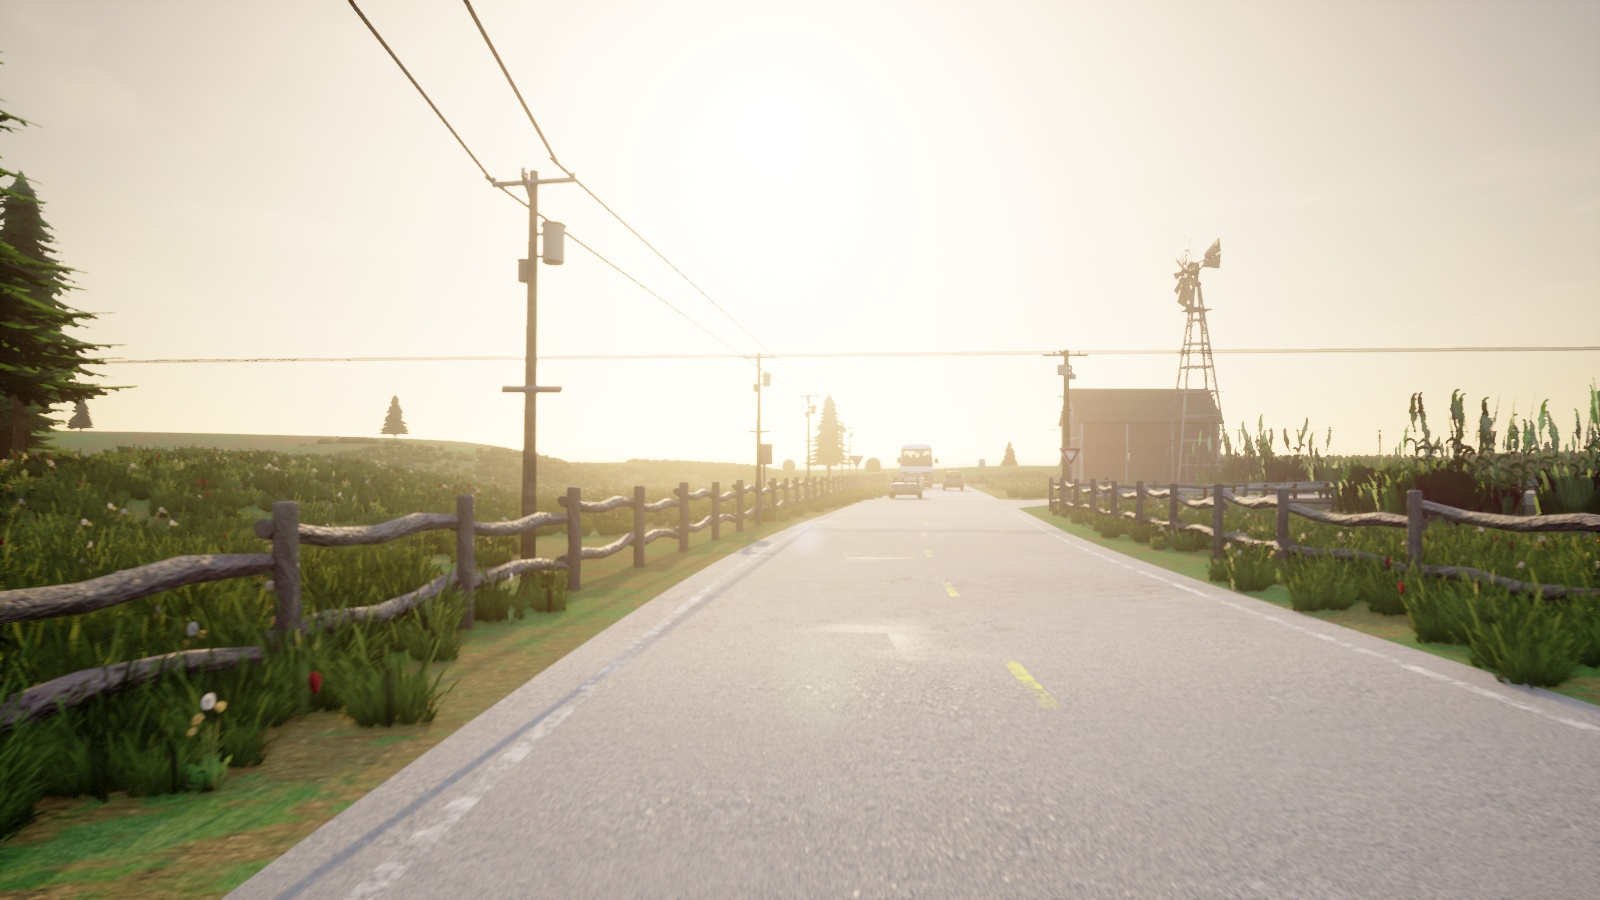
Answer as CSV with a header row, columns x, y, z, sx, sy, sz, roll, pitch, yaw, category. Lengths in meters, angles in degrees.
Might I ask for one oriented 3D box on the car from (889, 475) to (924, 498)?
x,y,z,sx,sy,sz,roll,pitch,yaw,category
6.219,2.114,73.053,1.895,1.301,4.718,0,-1,7,car
